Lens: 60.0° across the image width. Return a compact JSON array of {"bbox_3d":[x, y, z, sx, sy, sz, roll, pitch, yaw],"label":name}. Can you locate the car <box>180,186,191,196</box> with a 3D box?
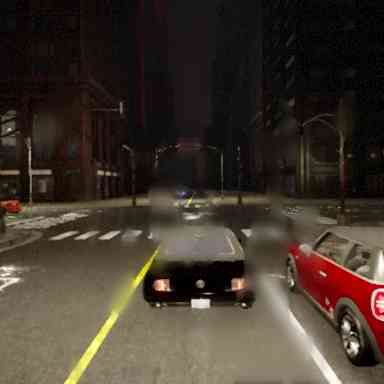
[{"bbox_3d":[-1.298,-0.192,71.893,2.150,2.045,5.566,-1,1,1],"label":"car"}]

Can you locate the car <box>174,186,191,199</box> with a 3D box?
[{"bbox_3d":[-1.674,0.114,55.978,2.150,2.045,5.566,-1,1,2],"label":"car"}]

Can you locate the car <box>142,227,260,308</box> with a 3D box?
[{"bbox_3d":[0.190,1.441,7.478,1.895,1.301,4.718,-1,1,1],"label":"car"}]

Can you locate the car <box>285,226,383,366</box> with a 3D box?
[{"bbox_3d":[2.899,1.278,5.564,1.967,1.590,4.097,-1,1,1],"label":"car"}]

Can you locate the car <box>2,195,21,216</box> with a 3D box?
[{"bbox_3d":[-16.755,1.071,27.511,4.553,1.767,2.097,-1,1,3],"label":"car"}]
